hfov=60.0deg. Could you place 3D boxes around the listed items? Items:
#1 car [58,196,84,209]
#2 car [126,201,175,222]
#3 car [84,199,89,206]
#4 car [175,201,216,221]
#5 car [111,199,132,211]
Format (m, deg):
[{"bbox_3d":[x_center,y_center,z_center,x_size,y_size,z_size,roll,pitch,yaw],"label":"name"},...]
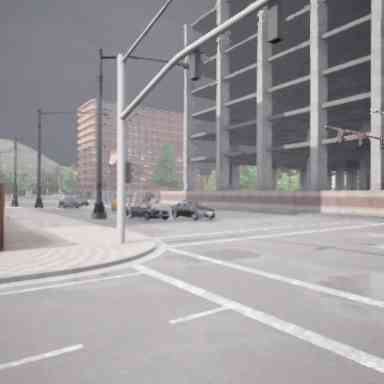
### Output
[{"bbox_3d":[-17.137,1.411,46.549,2.097,1.767,4.553,0,0,-35],"label":"car"},{"bbox_3d":[-3.653,1.659,27.215,1.895,1.301,4.718,0,0,-35],"label":"car"},{"bbox_3d":[-18.577,1.628,54.828,2.033,1.411,5.357,0,0,-35],"label":"car"},{"bbox_3d":[0.032,1.566,28.056,2.128,1.511,4.902,0,0,-35],"label":"car"},{"bbox_3d":[-7.893,1.553,39.385,1.882,1.535,5.008,0,0,-35],"label":"car"}]
